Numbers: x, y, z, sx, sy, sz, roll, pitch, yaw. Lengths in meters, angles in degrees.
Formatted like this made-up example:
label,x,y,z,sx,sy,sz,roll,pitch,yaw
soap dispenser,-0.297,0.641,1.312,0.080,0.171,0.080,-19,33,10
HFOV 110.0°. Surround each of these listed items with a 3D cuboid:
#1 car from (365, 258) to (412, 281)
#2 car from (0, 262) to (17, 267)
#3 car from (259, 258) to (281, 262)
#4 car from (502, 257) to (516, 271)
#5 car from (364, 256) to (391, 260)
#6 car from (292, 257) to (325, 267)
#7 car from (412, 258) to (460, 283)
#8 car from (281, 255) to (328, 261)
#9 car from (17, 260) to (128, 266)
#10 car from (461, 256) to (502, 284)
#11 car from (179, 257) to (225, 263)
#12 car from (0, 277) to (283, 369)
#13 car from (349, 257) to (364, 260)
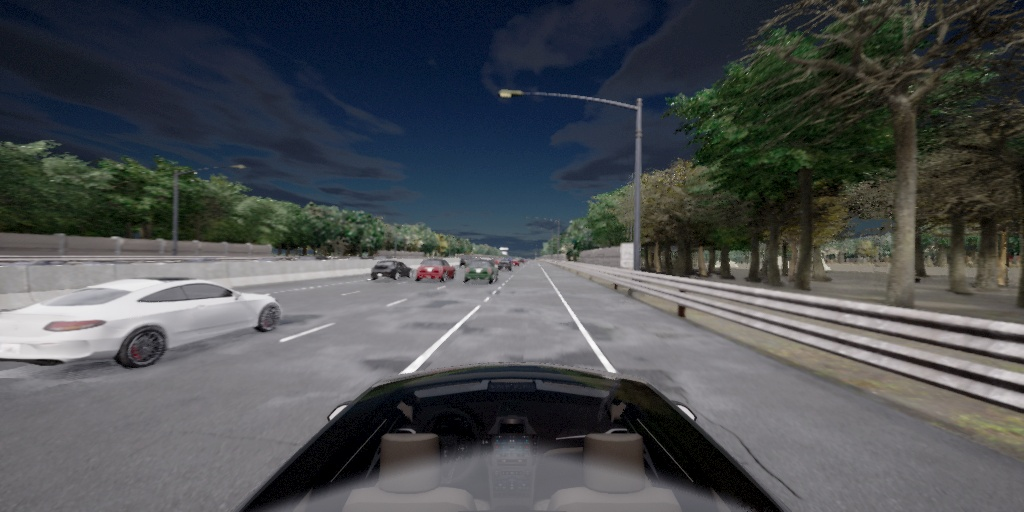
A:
label,x,y,z,sx,sy,sz,roll,pitch,yaw
car,-9.213,1.105,27.794,1.837,1.490,4.892,1,0,4
car,-23.932,0.893,17.923,1.994,1.385,4.181,1,0,4
car,-22.918,0.920,34.139,1.994,1.385,4.181,1,0,4
car,-0.885,1.275,49.190,1.837,1.490,4.892,1,0,4
car,-18.370,0.809,50.501,2.097,1.767,4.553,1,0,4
car,-28.847,0.833,50.934,1.994,1.385,4.181,1,0,4
car,-5.720,1.013,27.533,2.097,1.767,4.553,1,0,4
car,-19.385,0.772,34.496,2.097,1.767,4.553,1,0,4
car,-20.440,0.955,17.714,1.994,1.385,4.181,1,0,4
car,-2.228,1.076,27.318,2.097,1.767,4.553,1,0,4
car,-29.892,0.796,34.564,1.994,1.385,4.181,1,0,4
car,-6.963,1.153,7.379,1.812,1.442,4.674,1,0,4
car,-21.867,0.897,50.640,1.837,1.490,4.892,1,0,4
